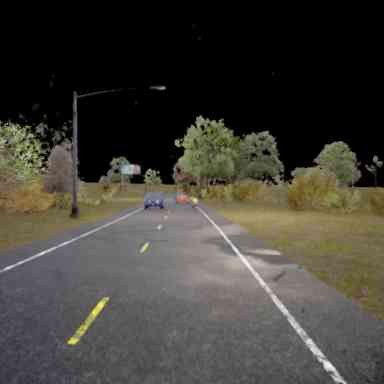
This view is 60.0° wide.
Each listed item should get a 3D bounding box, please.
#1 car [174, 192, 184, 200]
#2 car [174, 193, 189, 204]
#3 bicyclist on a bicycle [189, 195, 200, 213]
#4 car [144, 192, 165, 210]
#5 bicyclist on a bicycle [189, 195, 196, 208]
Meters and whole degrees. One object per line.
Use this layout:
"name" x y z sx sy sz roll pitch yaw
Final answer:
"car" -2.963 0.932 75.212 2.097 1.767 4.553 0 0 -5
"car" -1.700 1.040 57.218 2.097 1.767 4.553 0 0 -3
"bicyclist on a bicycle" 0.339 1.266 32.755 0.866 1.612 1.509 0 0 -2
"car" -4.474 1.013 40.111 2.150 2.045 5.566 0 1 -2
"bicyclist on a bicycle" 0.020 1.214 42.175 0.866 1.612 1.509 0 0 -3
